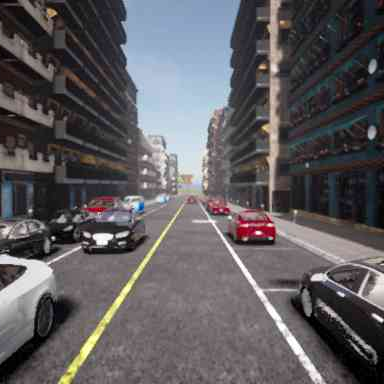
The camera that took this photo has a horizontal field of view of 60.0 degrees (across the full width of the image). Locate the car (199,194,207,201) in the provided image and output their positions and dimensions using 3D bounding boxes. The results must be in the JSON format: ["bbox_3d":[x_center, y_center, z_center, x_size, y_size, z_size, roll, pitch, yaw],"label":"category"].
[{"bbox_3d":[2.674,1.396,83.411,1.967,1.590,4.097,-1,0,0],"label":"car"}]

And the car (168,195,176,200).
[{"bbox_3d":[-5.671,1.484,94.611,1.752,1.417,4.829,-1,0,0],"label":"car"}]

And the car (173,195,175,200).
[{"bbox_3d":[-5.670,1.538,89.149,1.802,1.307,4.206,-1,0,0],"label":"car"}]

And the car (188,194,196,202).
[{"bbox_3d":[0.002,1.322,73.453,1.882,1.535,5.008,0,0,0],"label":"car"}]

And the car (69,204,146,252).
[{"bbox_3d":[-3.092,1.471,13.933,2.128,1.511,4.902,0,0,0],"label":"car"}]

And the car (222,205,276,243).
[{"bbox_3d":[2.694,1.523,15.732,1.887,1.381,4.507,-1,0,0],"label":"car"}]

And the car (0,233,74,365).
[{"bbox_3d":[-3.099,1.519,3.723,1.812,1.442,4.674,0,0,0],"label":"car"}]

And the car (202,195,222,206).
[{"bbox_3d":[2.671,1.274,38.359,2.192,1.841,5.009,-1,0,0],"label":"car"}]

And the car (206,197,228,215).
[{"bbox_3d":[2.676,1.508,32.727,1.887,1.381,4.507,-1,0,0],"label":"car"}]

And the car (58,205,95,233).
[{"bbox_3d":[-5.841,1.543,15.928,1.947,1.339,4.313,-1,0,0],"label":"car"}]

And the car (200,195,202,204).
[{"bbox_3d":[2.677,1.534,55.253,1.802,1.307,4.206,-1,0,0],"label":"car"}]

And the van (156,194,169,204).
[{"bbox_3d":[-5.675,1.292,60.988,1.690,1.788,3.998,-1,0,0],"label":"van"}]

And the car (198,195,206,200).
[{"bbox_3d":[2.677,1.539,89.042,1.802,1.307,4.206,-1,0,0],"label":"car"}]

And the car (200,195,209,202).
[{"bbox_3d":[2.676,1.478,72.319,1.752,1.417,4.829,-1,0,0],"label":"car"}]

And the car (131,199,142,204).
[{"bbox_3d":[-5.671,1.517,27.194,2.008,1.369,4.403,-1,0,0],"label":"car"}]

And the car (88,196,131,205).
[{"bbox_3d":[-5.676,1.287,21.561,2.192,1.841,5.009,-1,0,0],"label":"car"}]

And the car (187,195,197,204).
[{"bbox_3d":[0.002,1.429,63.033,1.882,1.535,5.008,0,0,0],"label":"car"}]

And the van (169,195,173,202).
[{"bbox_3d":[-5.675,1.293,72.252,1.690,1.788,3.998,-1,0,0],"label":"van"}]

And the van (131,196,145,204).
[{"bbox_3d":[-5.675,1.303,32.826,1.690,1.788,3.998,-1,0,0],"label":"van"}]

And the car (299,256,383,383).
[{"bbox_3d":[2.797,1.544,4.468,2.008,1.369,4.403,-1,0,0],"label":"car"}]

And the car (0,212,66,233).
[{"bbox_3d":[-5.842,1.535,10.296,2.008,1.369,4.403,-1,0,0],"label":"car"}]
